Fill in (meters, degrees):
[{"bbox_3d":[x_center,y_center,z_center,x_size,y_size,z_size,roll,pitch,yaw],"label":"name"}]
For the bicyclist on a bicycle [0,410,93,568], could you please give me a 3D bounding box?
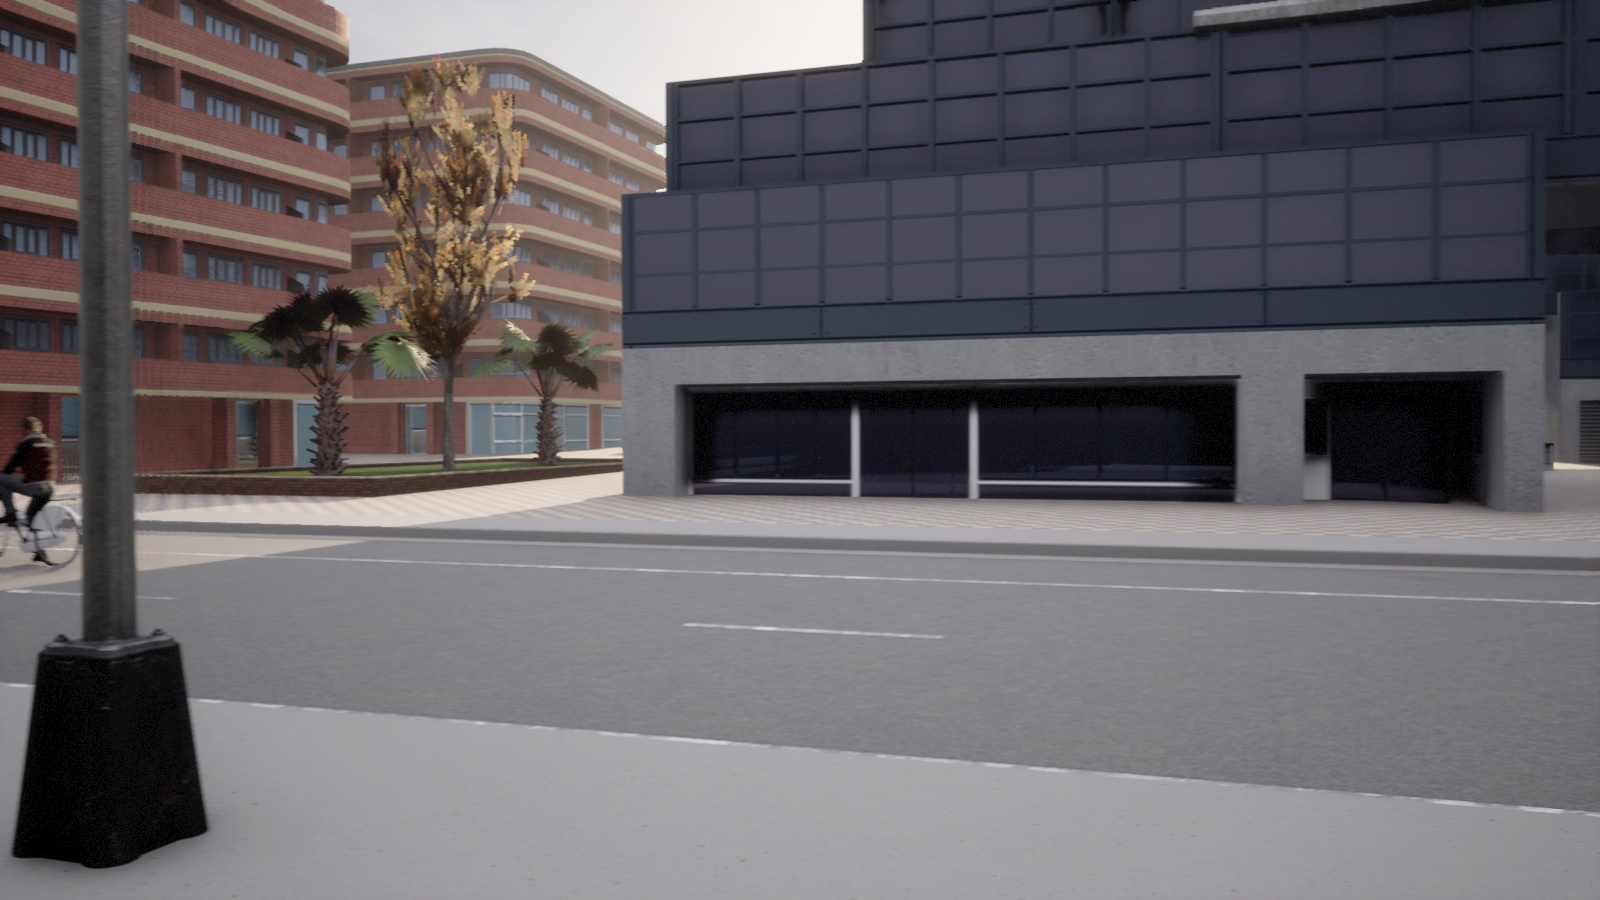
[{"bbox_3d":[-9.295,0.426,14.758,1.843,1.776,0.659,1,1,19],"label":"bicyclist on a bicycle"}]
